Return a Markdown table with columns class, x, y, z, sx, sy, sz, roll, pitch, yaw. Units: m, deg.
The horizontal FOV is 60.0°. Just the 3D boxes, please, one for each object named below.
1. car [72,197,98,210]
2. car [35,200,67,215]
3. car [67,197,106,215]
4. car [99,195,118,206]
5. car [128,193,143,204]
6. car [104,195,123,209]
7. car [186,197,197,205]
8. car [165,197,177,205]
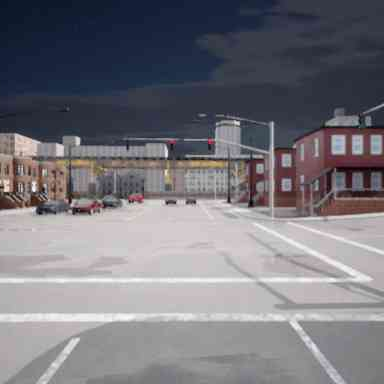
| class | x | y | z | sx | sy | sz | roll | pitch | yaw |
| --- | --- | --- | --- | --- | --- | --- | --- | --- | --- |
| car | -14.207 | 1.483 | 44.477 | 1.882 | 1.535 | 5.008 | 0 | 0 | 0 |
| car | -14.185 | 1.551 | 34.436 | 2.033 | 1.411 | 5.357 | 0 | 0 | 0 |
| car | -10.682 | 1.482 | 34.020 | 1.882 | 1.535 | 5.008 | 0 | 0 | 0 |
| car | -14.218 | 1.358 | 56.828 | 2.097 | 1.767 | 4.553 | 0 | 0 | 0 |
| car | -10.681 | 1.228 | 63.368 | 2.150 | 2.045 | 5.566 | 0 | 0 | 0 |
| car | -10.707 | 1.553 | 45.157 | 2.033 | 1.411 | 5.357 | 0 | 0 | 0 |
| car | -0.162 | 1.533 | 58.754 | 1.812 | 1.442 | 4.674 | 0 | 0 | 0 |
| car | -3.662 | 1.608 | 58.770 | 1.895 | 1.301 | 4.718 | 0 | 0 | 0 |
